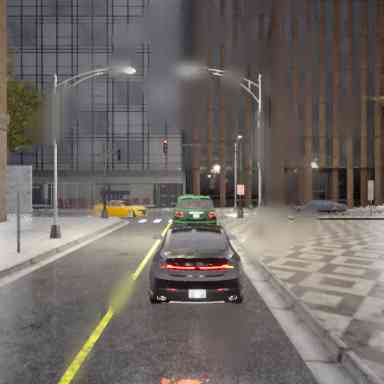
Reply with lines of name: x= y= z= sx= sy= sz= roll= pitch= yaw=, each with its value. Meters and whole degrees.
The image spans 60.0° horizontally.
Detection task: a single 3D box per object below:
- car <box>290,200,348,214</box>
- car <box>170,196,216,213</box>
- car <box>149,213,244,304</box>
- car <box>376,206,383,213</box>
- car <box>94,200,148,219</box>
car: x=12.734 y=1.486 z=33.515 sx=5.357 sy=1.411 sz=2.033 roll=0 pitch=0 yaw=0
car: x=0.040 y=1.218 z=18.134 sx=2.150 sy=2.045 sz=5.566 roll=0 pitch=0 yaw=-3
car: x=0.082 y=1.504 z=8.143 sx=1.837 sy=1.490 sz=4.892 roll=0 pitch=0 yaw=0
car: x=19.646 y=1.529 z=30.312 sx=4.718 sy=1.301 sz=1.895 roll=0 pitch=0 yaw=0
car: x=-6.188 y=1.490 z=29.015 sx=5.008 sy=1.535 sz=1.882 roll=-1 pitch=-1 yaw=21
